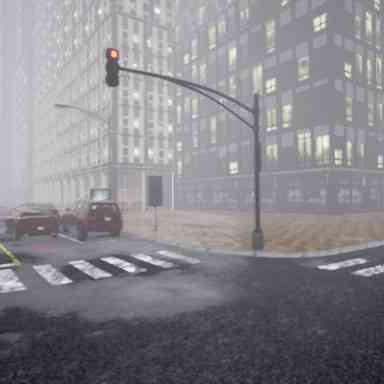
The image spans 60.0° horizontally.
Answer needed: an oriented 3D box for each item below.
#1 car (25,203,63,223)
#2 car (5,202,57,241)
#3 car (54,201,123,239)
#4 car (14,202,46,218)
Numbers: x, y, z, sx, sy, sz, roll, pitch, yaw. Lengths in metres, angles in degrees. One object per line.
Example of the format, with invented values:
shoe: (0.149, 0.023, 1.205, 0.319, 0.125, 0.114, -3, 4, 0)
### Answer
car: (-11.858, 1.619, 26.498, 1.947, 1.339, 4.313, 1, -1, -36)
car: (-8.370, 1.512, 17.246, 1.882, 1.535, 5.008, 0, 0, -36)
car: (-5.339, 1.353, 17.520, 2.192, 1.841, 5.009, 1, -1, -36)
car: (-15.116, 1.626, 30.989, 1.947, 1.339, 4.313, 1, -1, -36)
